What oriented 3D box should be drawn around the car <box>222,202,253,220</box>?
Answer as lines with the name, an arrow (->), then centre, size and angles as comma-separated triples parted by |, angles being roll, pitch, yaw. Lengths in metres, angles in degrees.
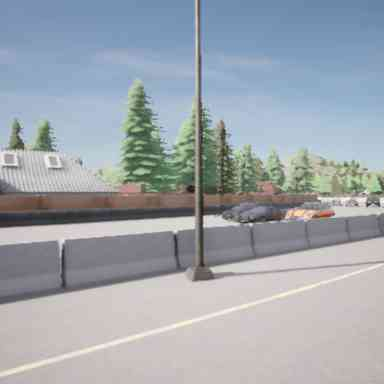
car -> 4.660, 1.914, 30.653 | 4.181, 1.385, 1.994 | 0, -1, -44

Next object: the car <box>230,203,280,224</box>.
car -> 5.777, 1.843, 26.856 | 5.357, 1.411, 2.033 | 0, -1, -43

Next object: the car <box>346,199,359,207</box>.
car -> 30.431, 2.077, 62.881 | 1.812, 1.442, 4.674 | -1, -1, 32

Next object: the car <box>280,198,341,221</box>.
car -> 9.045, 1.604, 25.195 | 4.553, 1.767, 2.097 | 0, -1, -43

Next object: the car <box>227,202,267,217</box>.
car -> 6.259, 1.896, 37.119 | 1.882, 1.535, 5.008 | -1, -1, 44

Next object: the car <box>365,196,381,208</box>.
car -> 32.341, 1.733, 59.258 | 2.150, 2.045, 5.566 | -1, -1, 32
